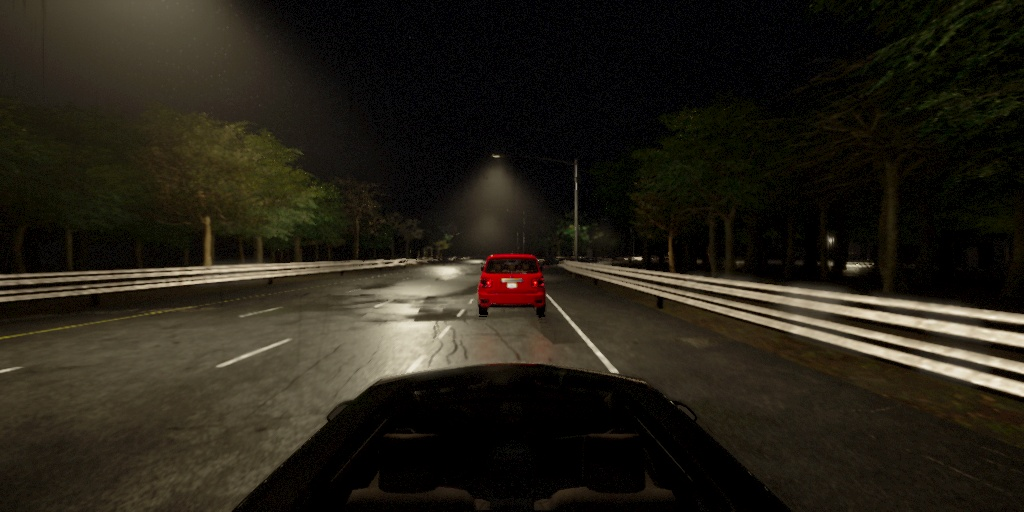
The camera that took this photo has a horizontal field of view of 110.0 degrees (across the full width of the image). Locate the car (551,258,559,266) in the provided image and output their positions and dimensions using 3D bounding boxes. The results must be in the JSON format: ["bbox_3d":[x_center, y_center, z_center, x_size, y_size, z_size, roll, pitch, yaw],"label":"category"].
[{"bbox_3d":[6.831,0.990,62.469,1.837,1.490,4.892,-1,0,23],"label":"car"}]

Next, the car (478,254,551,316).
[{"bbox_3d":[0.001,0.953,13.211,2.150,2.045,5.566,0,0,0],"label":"car"}]
